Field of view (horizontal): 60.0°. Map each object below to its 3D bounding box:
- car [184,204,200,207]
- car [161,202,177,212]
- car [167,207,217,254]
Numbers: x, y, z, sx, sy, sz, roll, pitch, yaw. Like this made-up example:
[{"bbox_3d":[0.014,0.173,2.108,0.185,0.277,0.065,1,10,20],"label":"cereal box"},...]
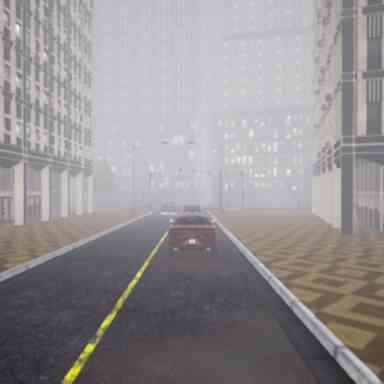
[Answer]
[{"bbox_3d":[0.021,1.779,28.511,1.837,1.490,4.892,0,0,0],"label":"car"},{"bbox_3d":[-3.010,2.000,44.798,1.994,1.385,4.181,0,-1,0],"label":"car"},{"bbox_3d":[0.026,1.611,14.244,1.882,1.535,5.008,0,0,0],"label":"car"}]
